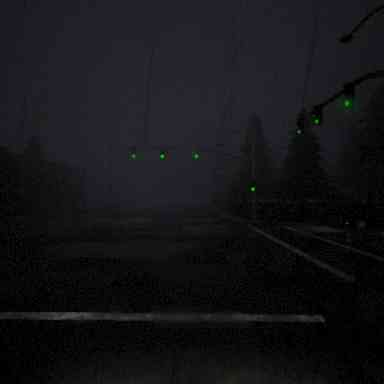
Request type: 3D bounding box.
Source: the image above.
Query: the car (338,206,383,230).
[{"bbox_3d":[12.560,1.762,22.716,4.892,1.490,1.837,0,-1,0],"label":"car"}]
